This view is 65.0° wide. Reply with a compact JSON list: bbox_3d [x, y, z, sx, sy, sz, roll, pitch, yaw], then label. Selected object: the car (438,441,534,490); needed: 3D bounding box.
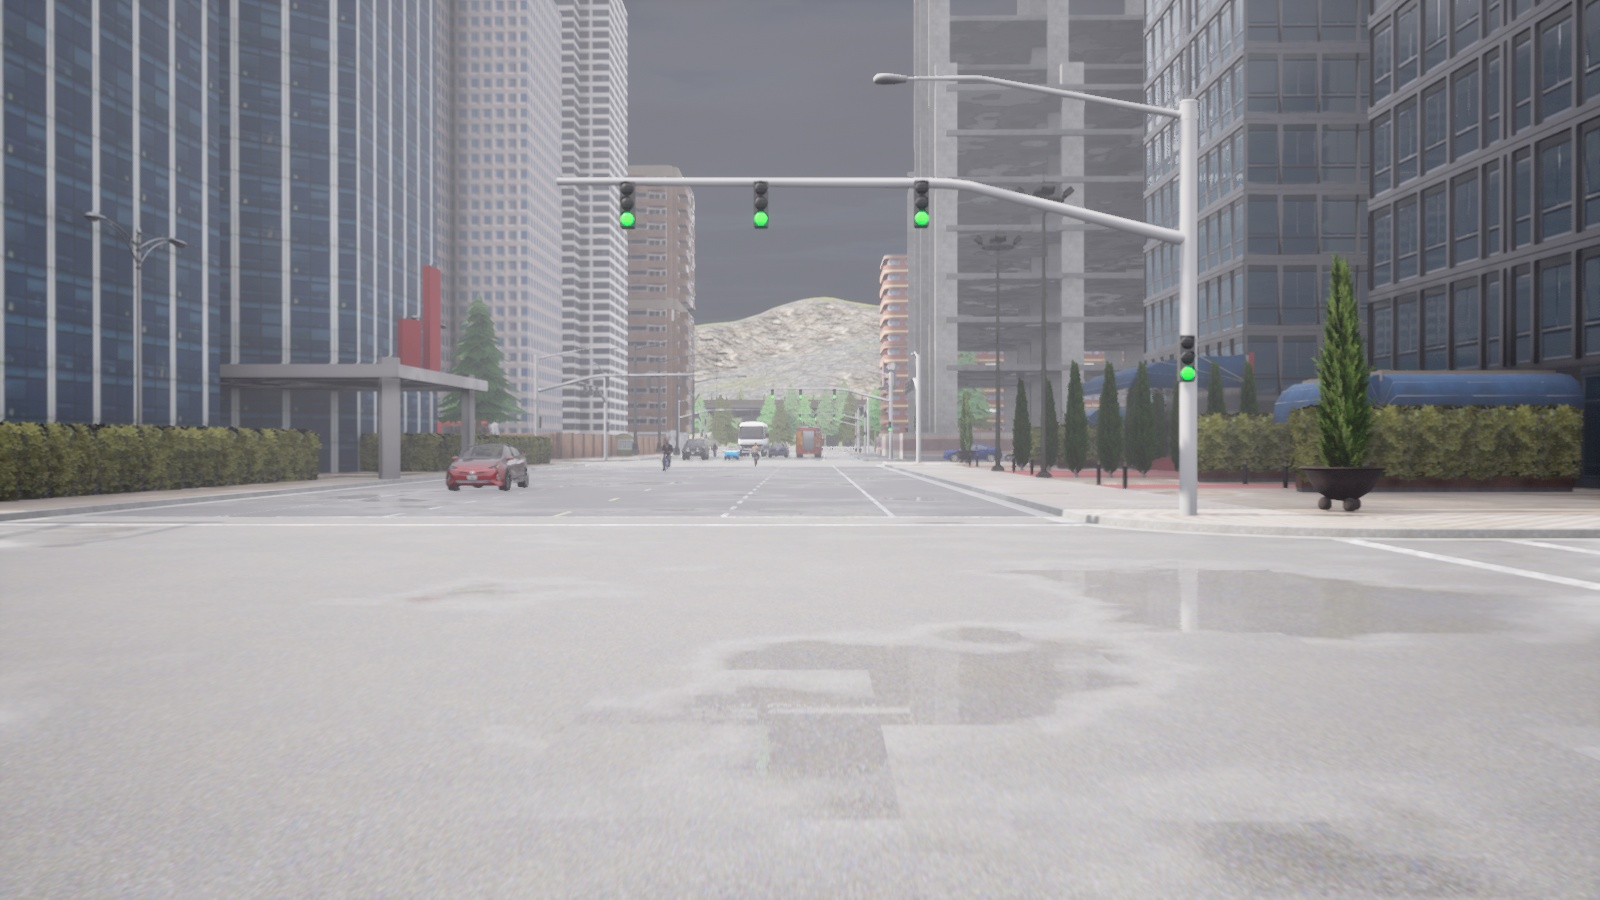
[{"bbox_3d":[-10.248,0.487,41.374,2.007,1.525,4.514,0,0,0],"label":"car"}]
